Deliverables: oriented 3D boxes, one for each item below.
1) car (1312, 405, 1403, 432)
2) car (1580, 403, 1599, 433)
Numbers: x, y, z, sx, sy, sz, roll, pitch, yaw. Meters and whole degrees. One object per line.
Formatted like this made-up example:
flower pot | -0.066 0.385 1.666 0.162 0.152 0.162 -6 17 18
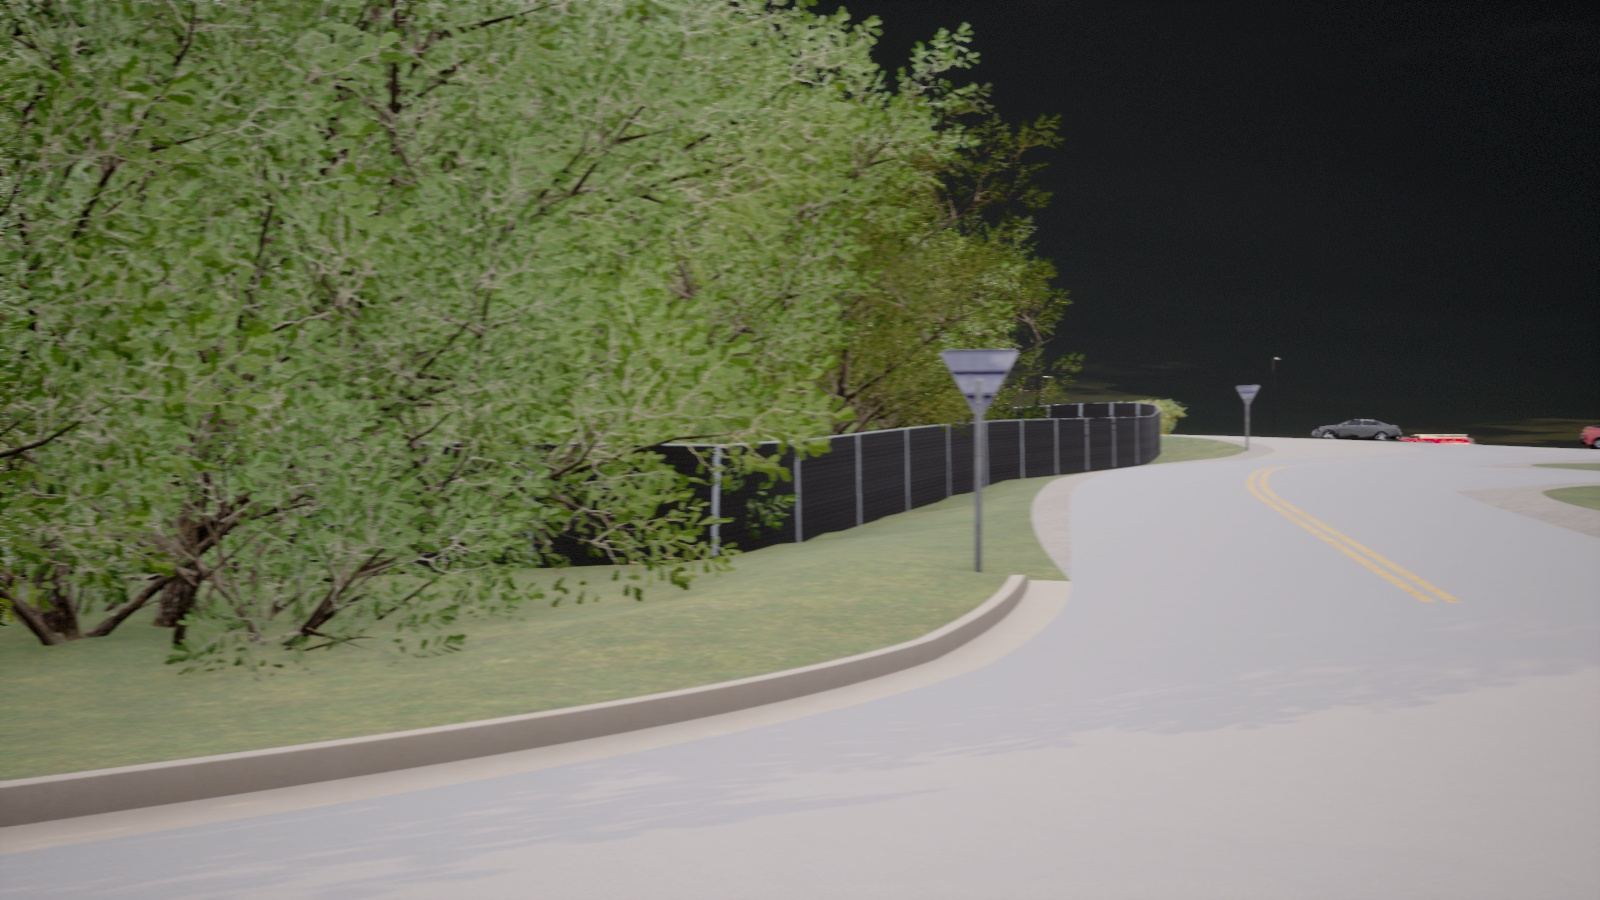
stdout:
car | 33.482 -1.869 75.468 4.902 1.511 2.128 1 0 24
car | 44.176 -1.665 66.652 4.514 1.525 2.007 1 0 27
